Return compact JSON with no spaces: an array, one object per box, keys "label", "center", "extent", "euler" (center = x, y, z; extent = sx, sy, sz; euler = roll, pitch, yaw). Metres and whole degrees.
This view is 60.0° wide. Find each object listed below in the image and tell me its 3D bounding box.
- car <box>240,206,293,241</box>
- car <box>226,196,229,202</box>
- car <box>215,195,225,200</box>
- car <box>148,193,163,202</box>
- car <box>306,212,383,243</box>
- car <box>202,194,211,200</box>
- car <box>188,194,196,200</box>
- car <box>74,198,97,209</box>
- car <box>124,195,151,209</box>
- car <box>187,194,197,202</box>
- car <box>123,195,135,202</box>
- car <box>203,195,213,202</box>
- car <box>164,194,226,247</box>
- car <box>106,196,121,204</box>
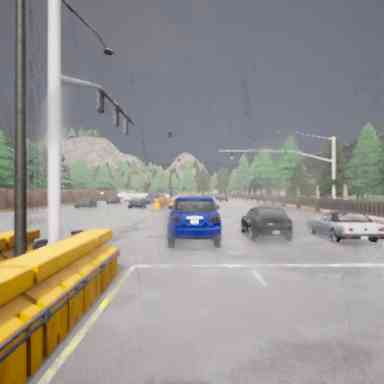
[{"label":"car","center":[3.597,1.482,16.577],"extent":[1.837,1.490,4.892],"euler":[0,0,0]},{"label":"car","center":[6.996,1.418,73.528],"extent":[1.812,1.442,4.674],"euler":[0,0,0]},{"label":"car","center":[6.996,1.315,83.561],"extent":[1.895,1.301,4.718],"euler":[0,0,0]},{"label":"car","center":[-7.027,1.140,60.212],"extent":[2.150,2.045,5.566],"euler":[0,0,0]},{"label":"car","center":[7.098,1.579,15.889],"extent":[1.895,1.301,4.718],"euler":[0,0,0]},{"label":"car","center":[3.496,1.260,83.531],"extent":[2.033,1.411,5.357],"euler":[0,0,0]},{"label":"car","center":[-0.004,1.198,83.530],"extent":[1.882,1.535,5.008],"euler":[0,0,0]},{"label":"car","center":[-14.084,1.503,44.275],"extent":[1.994,1.385,4.181],"euler":[0,0,0]},{"label":"car","center":[-7.090,1.488,43.508],"extent":[2.033,1.411,5.357],"euler":[0,0,0]},{"label":"car","center":[-0.004,1.249,73.497],"extent":[2.097,1.767,4.553],"euler":[0,0,0]},{"label":"car","center":[-14.004,1.417,74.394],"extent":[1.812,1.442,4.674],"euler":[0,0,0]},{"label":"car","center":[3.496,1.433,73.111],"extent":[2.033,1.411,5.357],"euler":[0,0,0]},{"label":"car","center":[0.097,1.201,15.073],"extent":[2.150,2.045,5.566],"euler":[0,0,0]},{"label":"car","center":[-14.033,1.423,59.503],"extent":[1.837,1.490,4.892],"euler":[0,0,0]}]
